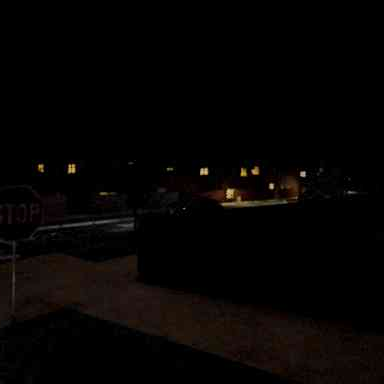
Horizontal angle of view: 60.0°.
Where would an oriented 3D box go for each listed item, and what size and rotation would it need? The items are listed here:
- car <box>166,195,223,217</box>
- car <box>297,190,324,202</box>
[{"bbox_3d":[0.242,1.007,23.630,2.128,1.511,4.902,2,2,40],"label":"car"},{"bbox_3d":[14.358,0.556,40.139,1.837,1.490,4.892,2,2,41],"label":"car"}]
